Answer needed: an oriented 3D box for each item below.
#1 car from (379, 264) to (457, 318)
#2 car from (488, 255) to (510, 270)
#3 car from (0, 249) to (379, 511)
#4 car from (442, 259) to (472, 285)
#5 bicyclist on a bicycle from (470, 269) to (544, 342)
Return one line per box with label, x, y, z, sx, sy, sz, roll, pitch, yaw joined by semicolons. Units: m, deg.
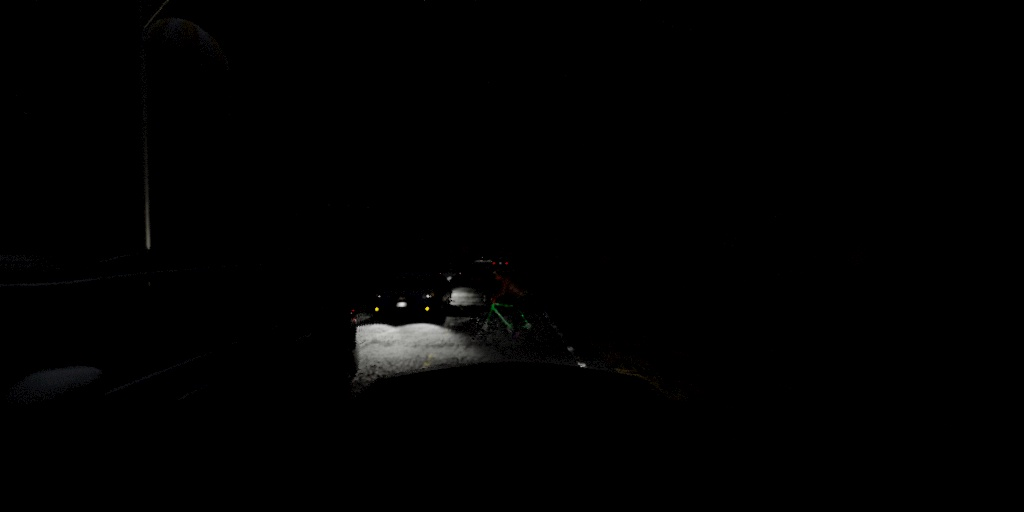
car;-3.207;1.165;12.189;1.994;1.385;4.181;0;1;-2
car;-1.234;0.740;38.592;2.033;1.411;5.357;0;1;-1
car;-2.835;0.974;2.113;2.150;2.045;5.566;0;1;-2
car;-3.580;0.935;22.597;2.128;1.511;4.902;0;1;-2
bicyclist on a bicycle;-0.119;1.109;7.993;1.656;1.620;0.582;-1;1;-2
